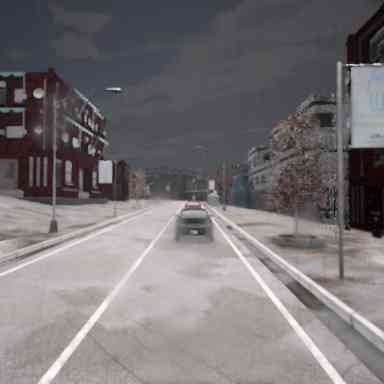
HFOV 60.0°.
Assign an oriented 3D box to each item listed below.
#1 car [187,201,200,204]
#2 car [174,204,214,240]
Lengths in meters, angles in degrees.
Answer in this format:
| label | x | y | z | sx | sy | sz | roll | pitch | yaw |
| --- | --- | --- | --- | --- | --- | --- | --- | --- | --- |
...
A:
| label | x | y | z | sx | sy | sz | roll | pitch | yaw |
| --- | --- | --- | --- | --- | --- | --- | --- | --- | --- |
| car | 0.126 | 1.687 | 36.183 | 1.812 | 1.442 | 4.674 | 0 | 0 | 0 |
| car | 0.106 | 1.577 | 17.433 | 1.837 | 1.490 | 4.892 | 0 | 0 | 0 |
